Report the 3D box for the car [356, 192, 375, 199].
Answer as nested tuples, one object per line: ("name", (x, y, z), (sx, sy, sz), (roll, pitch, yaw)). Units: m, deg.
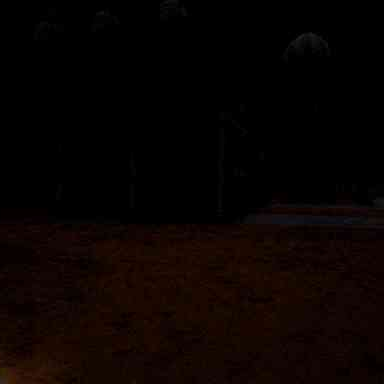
("car", (41.099, 0.875, 78.935), (3.988, 1.617, 1.851), (1, 1, 18))
